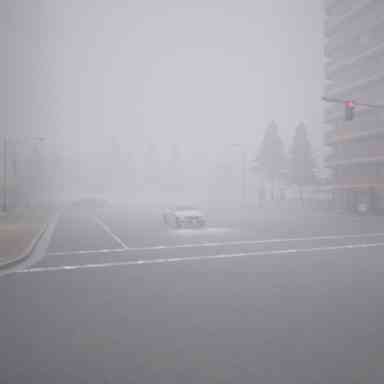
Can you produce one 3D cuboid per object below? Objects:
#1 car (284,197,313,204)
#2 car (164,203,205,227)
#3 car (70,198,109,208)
[{"bbox_3d":[17.683,1.491,55.550,5.357,1.411,2.033,0,0,-20],"label":"car"},{"bbox_3d":[-0.646,1.525,22.842,1.812,1.442,4.674,0,0,-20],"label":"car"},{"bbox_3d":[-14.787,1.511,48.113,5.357,1.411,2.033,0,0,11],"label":"car"}]
